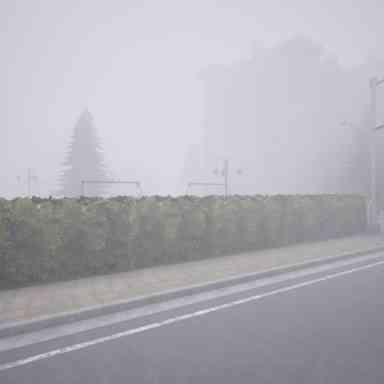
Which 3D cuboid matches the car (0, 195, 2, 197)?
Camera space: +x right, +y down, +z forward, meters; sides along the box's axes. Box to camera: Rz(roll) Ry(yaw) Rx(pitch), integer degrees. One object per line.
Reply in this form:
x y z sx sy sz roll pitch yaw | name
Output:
-40.266 1.374 67.273 3.633 1.501 1.845 0 0 -37 | car
